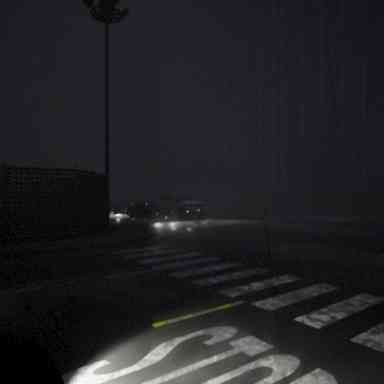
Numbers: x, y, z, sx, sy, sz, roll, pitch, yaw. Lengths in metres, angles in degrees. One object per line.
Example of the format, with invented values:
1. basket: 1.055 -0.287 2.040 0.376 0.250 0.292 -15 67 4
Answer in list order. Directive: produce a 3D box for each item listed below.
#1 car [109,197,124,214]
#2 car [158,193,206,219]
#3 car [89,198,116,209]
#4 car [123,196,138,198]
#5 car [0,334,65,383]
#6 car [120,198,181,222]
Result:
1. car: -8.769 1.472 33.572 1.994 1.385 4.181 0 0 -35
2. car: -1.082 1.120 28.849 2.150 2.045 5.566 0 0 -36
3. car: -11.844 1.462 43.868 1.994 1.385 4.181 0 0 -35
4. car: -6.667 1.250 36.640 2.097 1.767 4.553 0 0 -36
5. car: -2.792 1.568 1.763 4.181 1.385 1.994 0 0 -35
6. car: -3.403 1.456 26.084 2.033 1.411 5.357 0 0 -36
